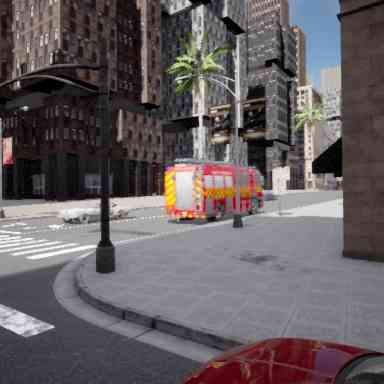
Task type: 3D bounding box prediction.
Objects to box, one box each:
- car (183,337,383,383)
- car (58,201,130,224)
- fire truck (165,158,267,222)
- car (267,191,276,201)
[{"bbox_3d":[1.899,1.544,1.625,4.507,1.381,1.887,0,-1,35],"label":"car"},{"bbox_3d":[-6.448,1.301,22.238,1.895,1.301,4.718,-1,1,35],"label":"car"},{"bbox_3d":[1.879,-0.160,22.613,2.891,3.827,8.468,-1,1,35],"label":"fire truck"},{"bbox_3d":[9.726,0.565,45.129,2.033,1.411,5.357,-1,1,36],"label":"car"}]
